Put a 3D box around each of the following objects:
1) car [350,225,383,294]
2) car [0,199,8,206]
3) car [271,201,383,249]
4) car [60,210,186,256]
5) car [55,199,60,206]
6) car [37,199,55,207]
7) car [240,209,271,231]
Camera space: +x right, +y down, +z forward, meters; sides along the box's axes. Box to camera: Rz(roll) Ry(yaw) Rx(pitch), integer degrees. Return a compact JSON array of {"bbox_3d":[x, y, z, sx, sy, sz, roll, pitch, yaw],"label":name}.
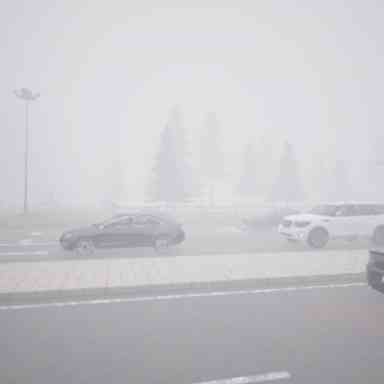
[{"bbox_3d":[6.252,1.598,7.136,5.008,1.535,1.882,1,-1,-14],"label":"car"},{"bbox_3d":[-39.861,2.151,68.956,1.895,1.301,4.718,0,-1,-13],"label":"car"},{"bbox_3d":[6.909,1.445,15.740,5.566,2.045,2.150,1,-1,-14],"label":"car"},{"bbox_3d":[-2.681,1.631,13.404,4.902,1.511,2.128,1,-1,-14],"label":"car"},{"bbox_3d":[-29.757,2.246,71.876,1.895,1.301,4.718,0,-1,-13],"label":"car"},{"bbox_3d":[-27.569,2.078,62.222,1.812,1.442,4.674,0,-1,-13],"label":"car"},{"bbox_3d":[6.036,1.846,22.729,5.357,1.411,2.033,0,-1,-14],"label":"car"}]
